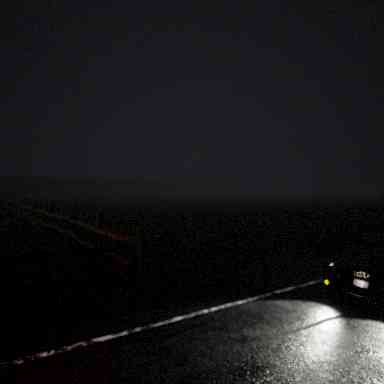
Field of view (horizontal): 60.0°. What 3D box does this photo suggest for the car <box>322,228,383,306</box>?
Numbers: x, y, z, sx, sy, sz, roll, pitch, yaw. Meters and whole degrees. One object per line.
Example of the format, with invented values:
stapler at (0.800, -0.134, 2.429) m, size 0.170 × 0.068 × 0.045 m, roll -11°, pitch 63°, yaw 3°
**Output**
car at (4.771, 1.513, 7.348) m, size 4.181 × 1.385 × 1.994 m, roll 0°, pitch 0°, yaw -35°
